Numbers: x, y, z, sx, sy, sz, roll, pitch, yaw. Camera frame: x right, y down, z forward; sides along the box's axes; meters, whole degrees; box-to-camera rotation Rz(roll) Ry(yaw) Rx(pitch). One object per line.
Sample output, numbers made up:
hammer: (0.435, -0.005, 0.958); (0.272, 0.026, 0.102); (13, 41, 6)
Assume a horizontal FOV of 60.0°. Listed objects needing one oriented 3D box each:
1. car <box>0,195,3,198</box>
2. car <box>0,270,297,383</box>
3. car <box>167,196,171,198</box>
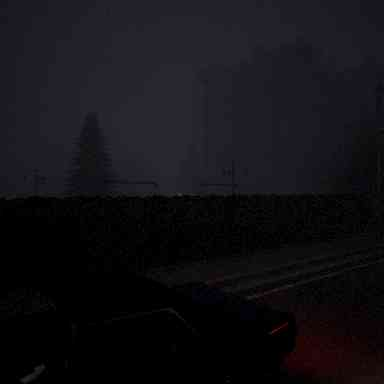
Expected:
car: (-40.312, 1.374, 67.393); (3.633, 1.501, 1.845); (0, 0, -38)
car: (-1.186, 1.601, 3.174); (4.718, 1.301, 1.895); (0, 0, -36)
car: (-4.684, 1.337, 50.366); (2.097, 1.767, 4.553); (0, 0, -38)
